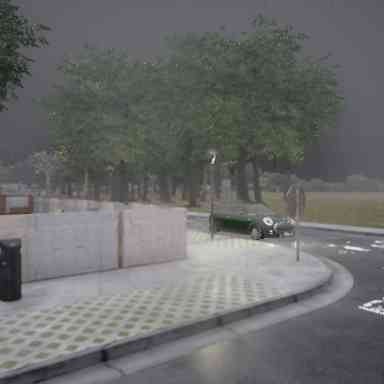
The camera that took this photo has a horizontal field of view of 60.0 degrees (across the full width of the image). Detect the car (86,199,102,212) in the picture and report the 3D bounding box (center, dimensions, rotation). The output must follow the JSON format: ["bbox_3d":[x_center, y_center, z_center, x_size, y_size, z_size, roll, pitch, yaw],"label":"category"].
[{"bbox_3d":[-10.560,1.431,35.564,2.033,1.411,5.357,0,0,-35],"label":"car"}]

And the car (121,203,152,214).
[{"bbox_3d":[-3.908,1.504,26.122,1.895,1.301,4.718,0,0,-35],"label":"car"}]

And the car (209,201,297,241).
[{"bbox_3d":[2.886,1.274,16.489,2.097,1.767,4.553,0,0,-35],"label":"car"}]
